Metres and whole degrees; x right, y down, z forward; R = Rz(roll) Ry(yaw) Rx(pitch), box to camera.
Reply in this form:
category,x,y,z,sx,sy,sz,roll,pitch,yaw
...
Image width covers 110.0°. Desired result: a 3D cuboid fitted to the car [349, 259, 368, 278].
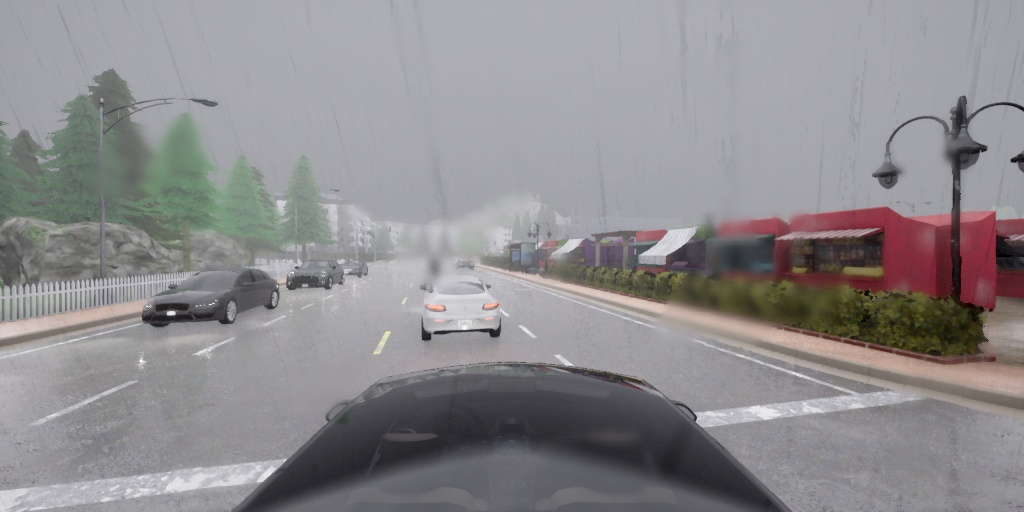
category,x,y,z,sx,sy,sz,roll,pitch,yaw
car,-13.591,1.033,30.683,2.128,1.511,4.902,0,0,-13

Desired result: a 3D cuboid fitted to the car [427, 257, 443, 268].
category,x,y,z,sx,sy,sz,roll,pitch,yaw
car,-10.858,0.897,50.796,1.837,1.490,4.892,0,0,-13

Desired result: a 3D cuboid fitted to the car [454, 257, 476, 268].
category,x,y,z,sx,sy,sz,roll,pitch,yaw
car,-5.625,1.046,43.736,1.895,1.301,4.718,0,0,-13

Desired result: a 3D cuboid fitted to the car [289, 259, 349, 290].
category,x,y,z,sx,sy,sz,roll,pitch,yaw
car,-11.392,0.965,21.061,2.097,1.767,4.553,0,0,-13

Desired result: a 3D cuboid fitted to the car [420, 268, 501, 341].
category,x,y,z,sx,sy,sz,roll,pitch,yaw
car,-1.476,1.225,9.748,1.812,1.442,4.674,0,0,-12

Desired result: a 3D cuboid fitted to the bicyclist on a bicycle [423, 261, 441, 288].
category,x,y,z,sx,sy,sz,roll,pitch,yaw
bicyclist on a bicycle,-4.310,1.078,19.597,0.582,1.620,1.656,0,1,25

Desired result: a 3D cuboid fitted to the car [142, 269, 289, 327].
category,x,y,z,sx,sy,sz,roll,pitch,yaw
car,-9.188,1.190,11.461,1.837,1.490,4.892,0,0,-13
